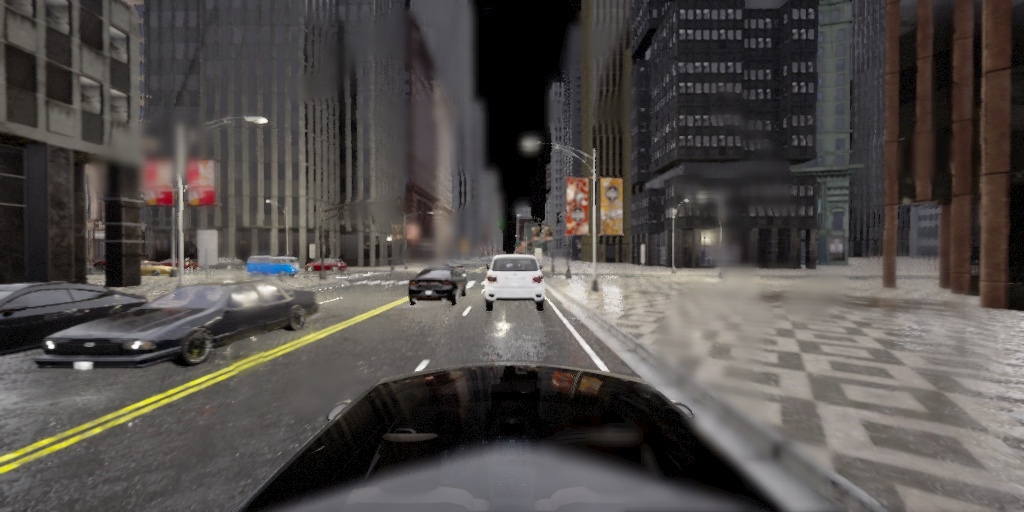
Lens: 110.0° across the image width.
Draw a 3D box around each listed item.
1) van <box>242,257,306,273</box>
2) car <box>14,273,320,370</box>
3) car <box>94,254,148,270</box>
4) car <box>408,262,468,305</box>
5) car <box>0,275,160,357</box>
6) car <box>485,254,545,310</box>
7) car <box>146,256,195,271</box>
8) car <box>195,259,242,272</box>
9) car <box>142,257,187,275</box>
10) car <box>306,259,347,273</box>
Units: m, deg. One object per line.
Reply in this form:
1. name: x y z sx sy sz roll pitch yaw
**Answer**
1. van: -20.686 0.964 31.258 3.998 1.789 1.690 0 0 0
2. car: -6.556 1.294 8.160 2.033 1.411 5.357 0 0 0
3. car: -43.156 0.667 39.856 5.009 1.841 2.192 0 0 0
4. car: -3.150 1.220 16.017 1.882 1.535 5.008 0 0 0
5. car: -9.811 1.273 6.990 1.812 1.442 4.674 0 0 0
6. car: 0.100 0.964 14.807 2.150 2.045 5.566 0 0 0
7. car: -37.532 0.948 39.838 4.507 1.381 1.888 0 0 0
8. car: -31.907 1.004 39.820 4.403 1.370 2.007 0 0 0
9. car: -31.764 1.048 31.294 4.829 1.417 1.751 0 0 0
10. car: -20.658 0.994 39.783 4.097 1.591 1.967 0 0 0
